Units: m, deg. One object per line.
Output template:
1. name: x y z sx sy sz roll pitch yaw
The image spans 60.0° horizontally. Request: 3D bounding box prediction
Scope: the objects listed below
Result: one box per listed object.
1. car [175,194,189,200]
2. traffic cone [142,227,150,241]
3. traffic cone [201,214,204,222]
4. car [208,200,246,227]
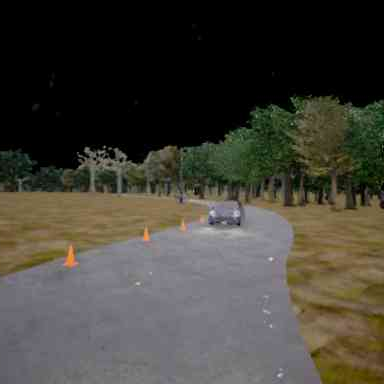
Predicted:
1. car: -2.447 1.199 83.800 2.128 1.511 4.902 1 0 -30
2. traffic cone: -2.066 1.880 14.984 0.340 0.580 0.340 1 0 20
3. traffic cone: 0.749 1.915 24.283 0.340 0.580 0.340 1 0 14
4. car: 2.488 1.337 22.688 2.097 1.767 4.553 1 0 14
